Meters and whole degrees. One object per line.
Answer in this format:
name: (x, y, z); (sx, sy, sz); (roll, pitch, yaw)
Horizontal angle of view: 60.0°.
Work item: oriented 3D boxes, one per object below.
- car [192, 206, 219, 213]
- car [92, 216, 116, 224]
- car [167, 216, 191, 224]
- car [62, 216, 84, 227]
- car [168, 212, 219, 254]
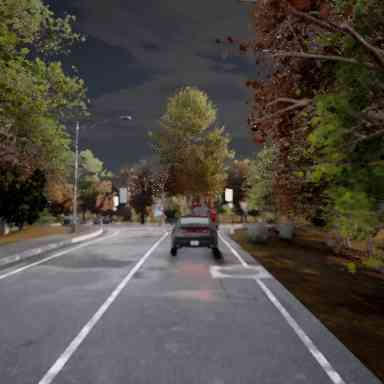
car: (1.176, 2.373, 29.736); (2.150, 2.045, 5.566); (-1, -5, 9)
car: (-16.886, 5.451, 63.957); (1.837, 1.490, 4.892); (-4, -4, 34)
car: (-2.758, 6.003, 71.357); (4.892, 1.490, 1.837); (1, -5, -1)
car: (-16.096, 3.923, 44.828); (1.812, 1.442, 4.674); (3, -5, -35)
car: (0.118, 1.762, 14.545); (1.837, 1.490, 4.892); (0, -3, 0)
